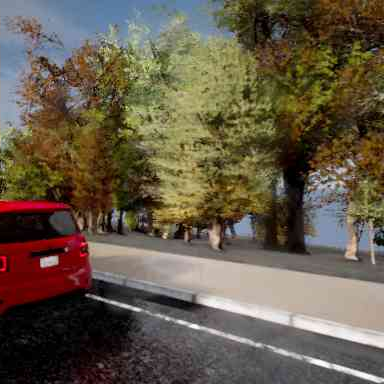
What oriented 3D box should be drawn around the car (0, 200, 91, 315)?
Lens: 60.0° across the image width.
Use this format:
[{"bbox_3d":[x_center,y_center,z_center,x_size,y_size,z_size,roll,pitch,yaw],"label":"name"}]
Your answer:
[{"bbox_3d":[-4.452,1.189,6.855,5.566,2.045,2.150,0,0,35],"label":"car"}]
